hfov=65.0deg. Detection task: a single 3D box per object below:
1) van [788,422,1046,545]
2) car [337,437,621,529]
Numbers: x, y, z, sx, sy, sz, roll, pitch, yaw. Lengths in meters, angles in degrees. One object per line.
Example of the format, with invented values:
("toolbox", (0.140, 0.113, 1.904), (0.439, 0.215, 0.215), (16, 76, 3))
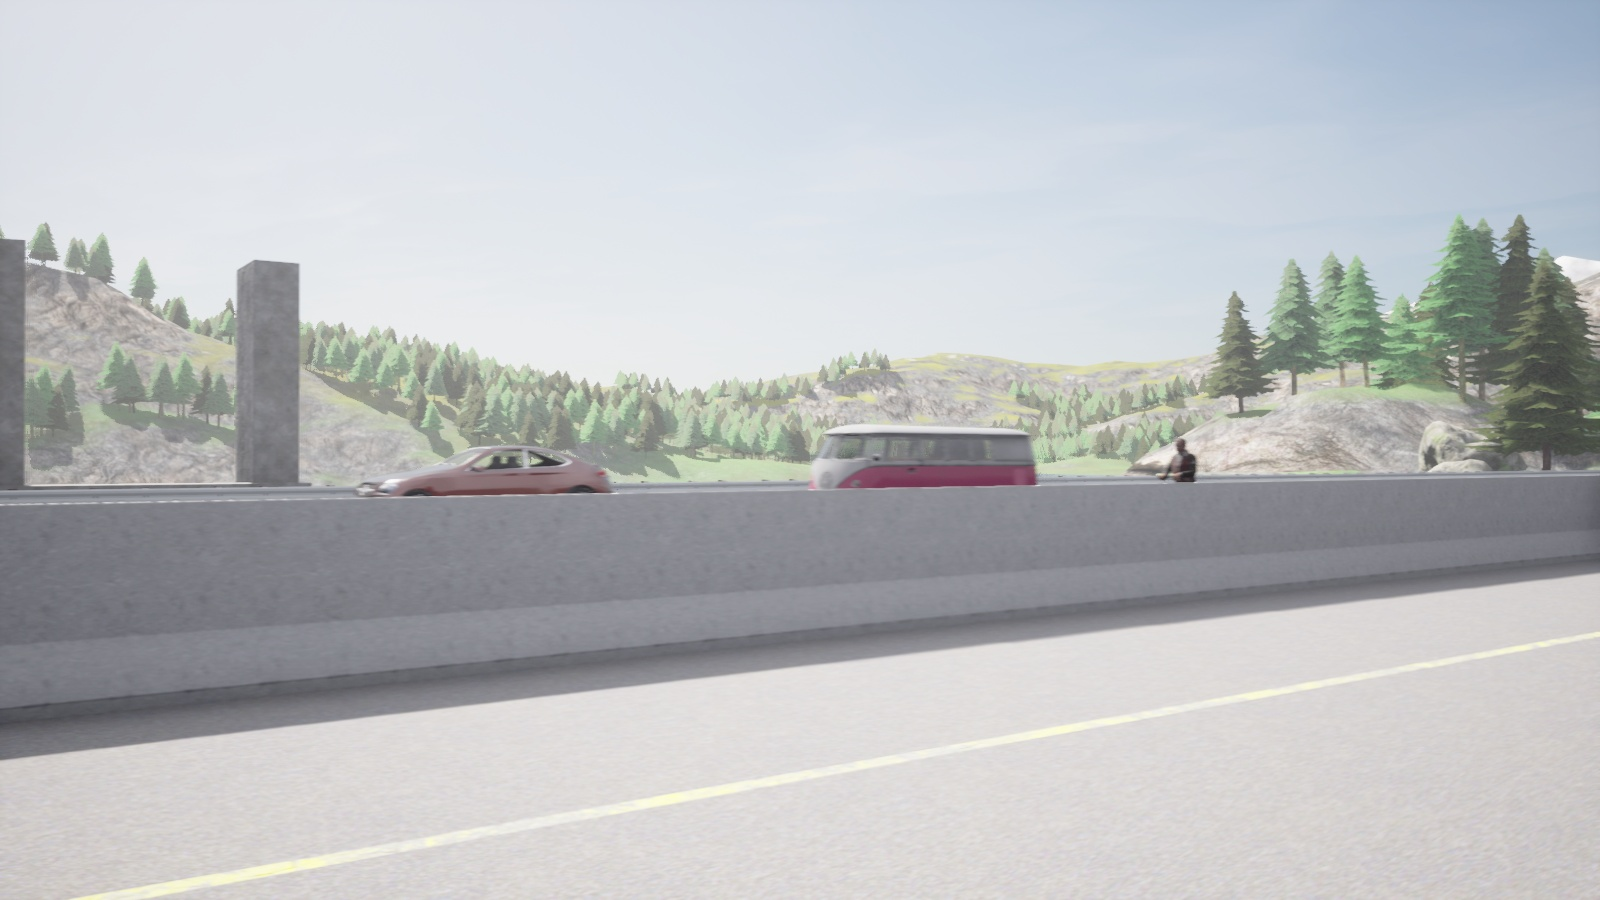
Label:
("van", (2.129, 0.549, 22.222), (4.442, 1.987, 1.775), (0, 0, -35))
("car", (-6.296, 0.599, 24.877), (5.027, 1.651, 2.152), (0, 0, -35))
